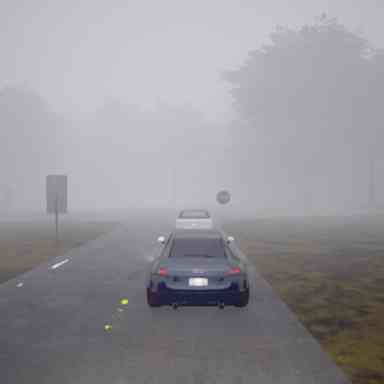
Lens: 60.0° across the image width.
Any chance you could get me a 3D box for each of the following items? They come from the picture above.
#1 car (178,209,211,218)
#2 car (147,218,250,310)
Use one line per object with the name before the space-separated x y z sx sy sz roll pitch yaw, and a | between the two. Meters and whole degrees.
car | 0.153 1.609 18.445 1.895 1.301 4.718 0 0 2
car | 0.102 1.561 7.898 1.994 1.385 4.181 0 0 0
